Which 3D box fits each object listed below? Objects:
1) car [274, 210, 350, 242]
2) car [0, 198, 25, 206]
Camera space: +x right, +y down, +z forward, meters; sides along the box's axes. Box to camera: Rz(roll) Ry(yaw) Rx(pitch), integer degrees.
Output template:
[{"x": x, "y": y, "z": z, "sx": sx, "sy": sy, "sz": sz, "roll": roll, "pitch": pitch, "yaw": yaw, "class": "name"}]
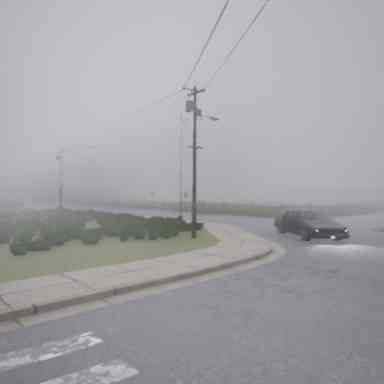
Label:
[{"x": 5.966, "y": 1.651, "z": 17.397, "sx": 2.033, "sy": 1.411, "sz": 5.357, "roll": 1, "pitch": -1, "yaw": -6, "class": "car"}, {"x": -24.080, "y": 1.552, "z": 42.691, "sx": 4.674, "sy": 1.442, "sz": 1.812, "roll": 1, "pitch": -1, "yaw": -44, "class": "car"}]
